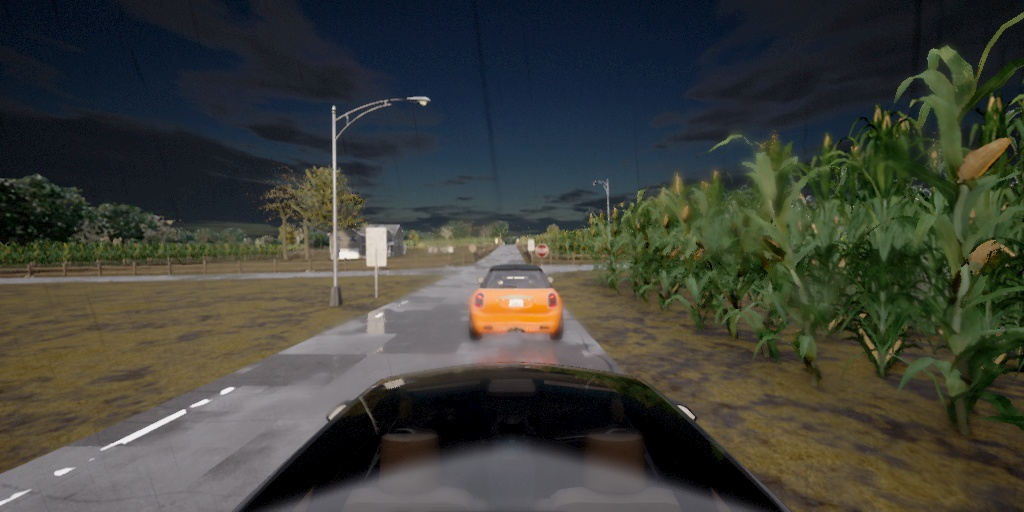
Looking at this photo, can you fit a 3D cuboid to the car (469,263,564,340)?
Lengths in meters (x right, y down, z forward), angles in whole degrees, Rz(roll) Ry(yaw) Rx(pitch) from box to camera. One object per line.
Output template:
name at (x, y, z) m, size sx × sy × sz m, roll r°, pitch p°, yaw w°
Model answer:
car at (0.092, 0.979, 9.741) m, size 2.097 × 1.767 × 4.553 m, roll 0°, pitch 1°, yaw 0°
